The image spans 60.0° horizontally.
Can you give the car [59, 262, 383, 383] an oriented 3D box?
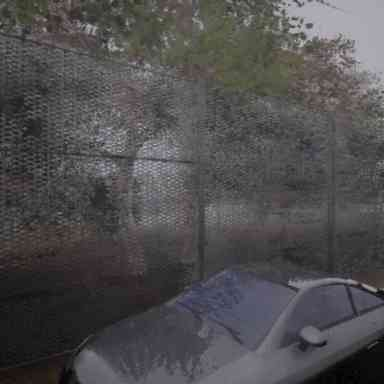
[{"bbox_3d":[0.801,1.565,3.637,4.181,1.385,1.994,0,0,-35],"label":"car"}]
